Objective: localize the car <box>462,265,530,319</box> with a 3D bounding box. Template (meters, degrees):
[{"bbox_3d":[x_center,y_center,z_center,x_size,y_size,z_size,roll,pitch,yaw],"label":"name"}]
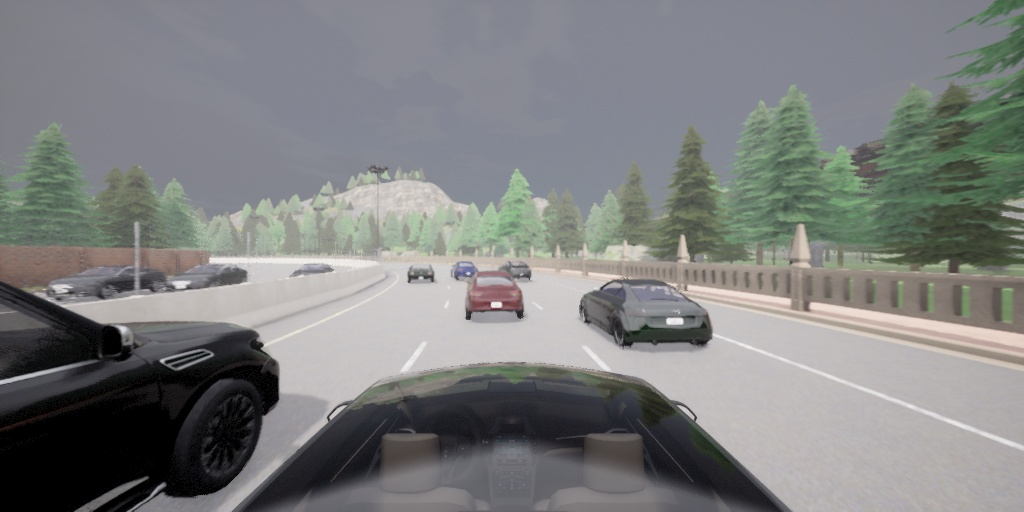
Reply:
[{"bbox_3d":[-0.700,1.219,12.553,1.812,1.442,4.674,0,0,-6],"label":"car"}]

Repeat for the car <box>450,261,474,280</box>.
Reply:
[{"bbox_3d":[-3.903,1.136,29.212,1.812,1.442,4.674,0,0,-15],"label":"car"}]

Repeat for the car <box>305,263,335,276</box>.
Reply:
[{"bbox_3d":[-13.788,1.204,25.205,2.033,1.411,5.357,0,0,-14],"label":"car"}]

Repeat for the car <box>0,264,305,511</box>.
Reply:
[{"bbox_3d":[-3.495,0.982,1.353,2.150,2.045,5.566,0,0,0],"label":"car"}]

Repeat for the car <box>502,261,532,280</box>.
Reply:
[{"bbox_3d":[0.114,1.100,27.759,2.128,1.511,4.902,0,0,-14],"label":"car"}]

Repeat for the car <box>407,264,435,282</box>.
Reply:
[{"bbox_3d":[-6.887,1.230,27.068,1.895,1.301,4.718,0,0,-15],"label":"car"}]

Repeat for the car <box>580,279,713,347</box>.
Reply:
[{"bbox_3d":[3.124,1.266,9.190,1.994,1.385,4.181,0,0,-4],"label":"car"}]
